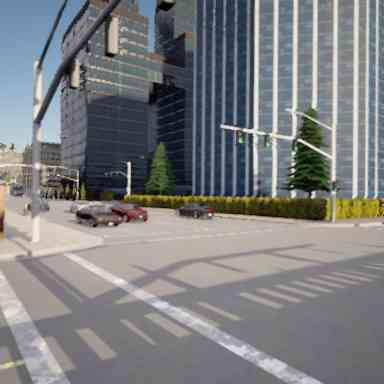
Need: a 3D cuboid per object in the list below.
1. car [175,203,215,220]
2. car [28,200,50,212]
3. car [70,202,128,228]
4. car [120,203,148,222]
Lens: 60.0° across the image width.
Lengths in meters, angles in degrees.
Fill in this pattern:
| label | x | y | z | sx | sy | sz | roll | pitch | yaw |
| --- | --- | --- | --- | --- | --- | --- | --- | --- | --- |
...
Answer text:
| label | x | y | z | sx | sy | sz | roll | pitch | yaw |
| --- | --- | --- | --- | --- | --- | --- | --- | --- | --- |
| car | 0.240 | 1.831 | 32.357 | 1.837 | 1.490 | 4.892 | 1 | -1 | -36 |
| car | -18.809 | 1.727 | 40.859 | 1.994 | 1.385 | 4.181 | 1 | -1 | -35 |
| car | -6.877 | 1.709 | 24.092 | 2.033 | 1.411 | 5.357 | 1 | 0 | -36 |
| car | -5.455 | 1.686 | 28.122 | 1.882 | 1.535 | 5.008 | 1 | -1 | -36 |
